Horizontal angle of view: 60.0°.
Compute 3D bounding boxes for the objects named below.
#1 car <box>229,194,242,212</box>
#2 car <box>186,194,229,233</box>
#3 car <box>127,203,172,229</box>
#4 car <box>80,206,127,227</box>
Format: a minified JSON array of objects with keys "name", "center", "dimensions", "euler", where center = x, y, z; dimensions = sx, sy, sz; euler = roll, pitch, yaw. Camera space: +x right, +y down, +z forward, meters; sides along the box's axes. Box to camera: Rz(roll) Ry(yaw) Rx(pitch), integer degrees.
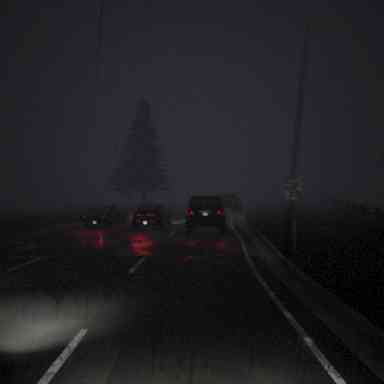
[{"name":"car","center":[4.371,1.198,38.242],"dimensions":[2.150,2.045,5.566],"euler":[0,0,17]},{"name":"car","center":[0.861,1.209,19.530],"dimensions":[2.150,2.045,5.566],"euler":[0,0,4]},{"name":"car","center":[-2.468,1.492,21.446],"dimensions":[1.837,1.490,4.892],"euler":[0,0,5]},{"name":"car","center":[-5.846,1.587,22.905],"dimensions":[1.895,1.301,4.718],"euler":[0,0,6]}]
